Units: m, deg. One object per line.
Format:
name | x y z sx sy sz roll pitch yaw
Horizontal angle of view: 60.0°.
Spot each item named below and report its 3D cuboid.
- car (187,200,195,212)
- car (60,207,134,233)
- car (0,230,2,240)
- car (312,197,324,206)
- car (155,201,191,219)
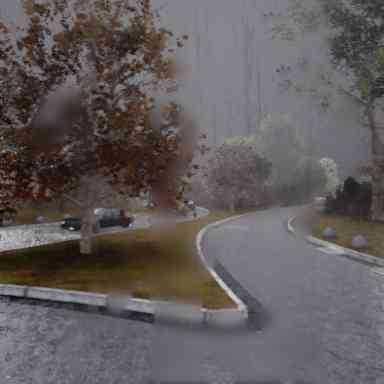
car | -0.605 1.791 45.018 1.882 1.535 5.008 0 0 -3
car | -5.653 1.635 20.748 2.033 1.411 5.357 0 -1 22
car | -9.586 1.367 12.127 2.097 1.767 4.553 0 0 27
car | 20.416 1.527 52.549 1.882 1.535 5.008 0 1 36
car | -1.767 1.842 32.398 1.895 1.301 4.718 0 -1 12
